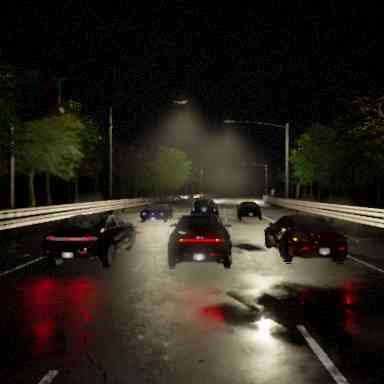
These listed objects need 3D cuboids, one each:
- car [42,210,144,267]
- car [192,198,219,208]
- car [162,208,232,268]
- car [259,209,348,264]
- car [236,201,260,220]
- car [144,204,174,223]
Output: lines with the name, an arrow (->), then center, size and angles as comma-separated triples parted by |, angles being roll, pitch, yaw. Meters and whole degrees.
car -> -3.219, 1.468, 11.258 | 2.128, 1.511, 4.902 | 0, 0, 2
car -> 1.032, 1.312, 26.270 | 2.097, 1.767, 4.553 | 0, 0, 4
car -> 0.279, 1.484, 11.124 | 1.837, 1.490, 4.892 | 0, -1, 2
car -> 3.803, 1.511, 11.728 | 1.812, 1.442, 4.674 | 0, 0, 1
car -> 4.625, 1.490, 27.387 | 1.812, 1.442, 4.674 | 0, 0, 4
car -> -2.550, 1.559, 25.322 | 1.895, 1.301, 4.718 | 0, 0, 4
